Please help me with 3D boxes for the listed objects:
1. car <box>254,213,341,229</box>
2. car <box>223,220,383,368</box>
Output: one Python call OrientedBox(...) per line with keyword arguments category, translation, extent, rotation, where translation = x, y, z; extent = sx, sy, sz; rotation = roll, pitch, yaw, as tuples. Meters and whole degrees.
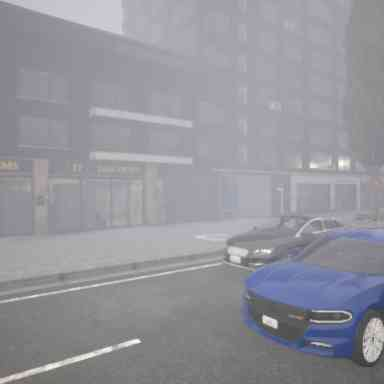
OrientedBox(category="car", translation=(3.097, 1.422, 9.880), extent=(4.902, 1.511, 2.128), rotation=(-1, 0, -35))
OrientedBox(category="car", translation=(3.068, 1.429, 5.869), extent=(5.008, 1.535, 1.882), rotation=(-1, 0, -35))
